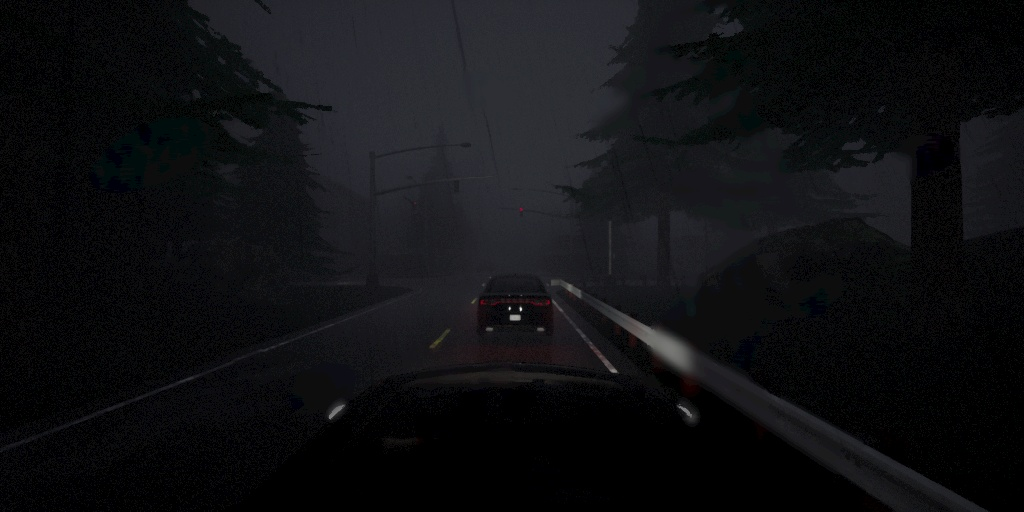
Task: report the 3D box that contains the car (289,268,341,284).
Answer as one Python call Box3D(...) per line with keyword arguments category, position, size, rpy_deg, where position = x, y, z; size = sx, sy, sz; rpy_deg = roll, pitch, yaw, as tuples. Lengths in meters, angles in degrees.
Box3D(category="car", position=(-14.859, 1.297, 26.278), size=(4.181, 1.385, 1.994), rpy_deg=(0, 0, 1))

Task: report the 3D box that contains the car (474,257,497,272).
Box3D(category="car", position=(-3.352, 1.226, 45.124), size=(1.882, 1.535, 5.008), rpy_deg=(0, 0, 0))

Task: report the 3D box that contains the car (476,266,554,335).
Box3D(category="car", position=(0.103, 1.227, 10.494), size=(1.882, 1.535, 5.008), rpy_deg=(0, 0, 1))

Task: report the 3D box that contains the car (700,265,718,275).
Box3D(category="car", position=(18.128, 1.225, 29.599), size=(4.902, 1.511, 2.128), rpy_deg=(0, 0, -1))

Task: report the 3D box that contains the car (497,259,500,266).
Box3D(category="car", position=(-3.193, 1.224, 64.946), size=(1.882, 1.535, 5.008), rpy_deg=(0, 0, 1))
